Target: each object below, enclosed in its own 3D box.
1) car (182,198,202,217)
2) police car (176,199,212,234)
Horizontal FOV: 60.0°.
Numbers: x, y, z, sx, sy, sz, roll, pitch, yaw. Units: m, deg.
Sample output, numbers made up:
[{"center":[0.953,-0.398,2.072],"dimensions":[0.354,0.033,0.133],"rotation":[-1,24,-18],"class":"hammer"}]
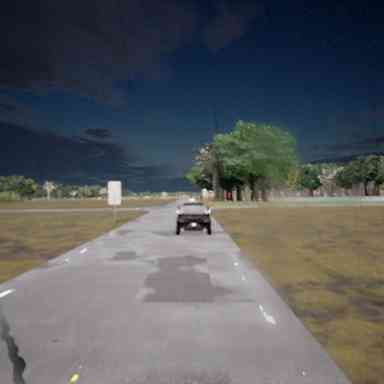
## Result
[{"center":[-0.007,1.457,32.960],"dimensions":[1.801,1.575,5.366],"rotation":[0,0,0],"class":"car"},{"center":[0.087,1.413,19.166],"dimensions":[1.930,1.638,5.238],"rotation":[0,0,0],"class":"police car"}]
